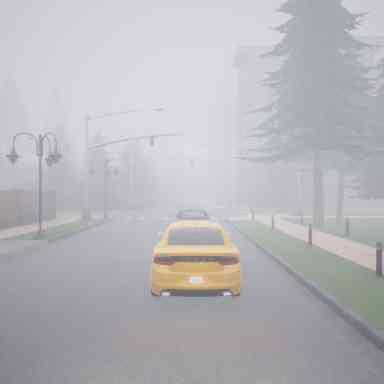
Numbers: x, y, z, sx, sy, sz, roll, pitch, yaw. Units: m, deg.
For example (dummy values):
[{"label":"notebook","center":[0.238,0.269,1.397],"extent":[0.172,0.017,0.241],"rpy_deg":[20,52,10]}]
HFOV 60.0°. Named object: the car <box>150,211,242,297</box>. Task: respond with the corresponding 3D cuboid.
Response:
[{"label":"car","center":[0.078,1.478,8.636],"extent":[1.882,1.535,5.008],"rpy_deg":[0,0,0]}]
